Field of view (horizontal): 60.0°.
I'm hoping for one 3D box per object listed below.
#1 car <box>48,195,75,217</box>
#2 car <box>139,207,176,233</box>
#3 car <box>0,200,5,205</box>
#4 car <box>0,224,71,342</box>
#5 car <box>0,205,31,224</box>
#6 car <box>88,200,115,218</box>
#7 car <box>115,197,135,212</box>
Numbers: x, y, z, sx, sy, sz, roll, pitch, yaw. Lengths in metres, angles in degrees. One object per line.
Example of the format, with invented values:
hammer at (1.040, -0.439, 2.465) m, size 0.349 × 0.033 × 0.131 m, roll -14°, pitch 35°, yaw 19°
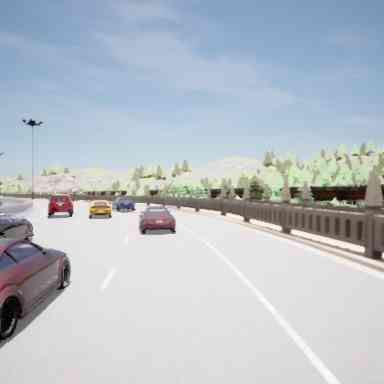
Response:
car at (-12.728, 1.270, 32.425) m, size 2.150 × 2.045 × 5.566 m, roll 0°, pitch 0°, yaw -19°
car at (-2.145, 1.571, 19.984) m, size 1.994 × 1.385 × 4.181 m, roll 0°, pitch 0°, yaw -10°
car at (-24.531, 1.659, 41.644) m, size 1.994 × 1.385 × 4.181 m, roll 0°, pitch 0°, yaw -27°
car at (-3.833, 1.579, 6.426) m, size 1.994 × 1.385 × 4.181 m, roll 0°, pitch 0°, yaw -4°
car at (-8.115, 1.523, 13.588) m, size 2.128 × 1.511 × 4.902 m, roll 0°, pitch 0°, yaw -8°
car at (-8.619, 1.510, 31.071) m, size 1.882 × 1.535 × 5.008 m, roll 0°, pitch 0°, yaw -18°
car at (-8.396, 1.382, 40.452) m, size 2.097 × 1.767 × 4.553 m, roll 0°, pitch 0°, yaw -22°
